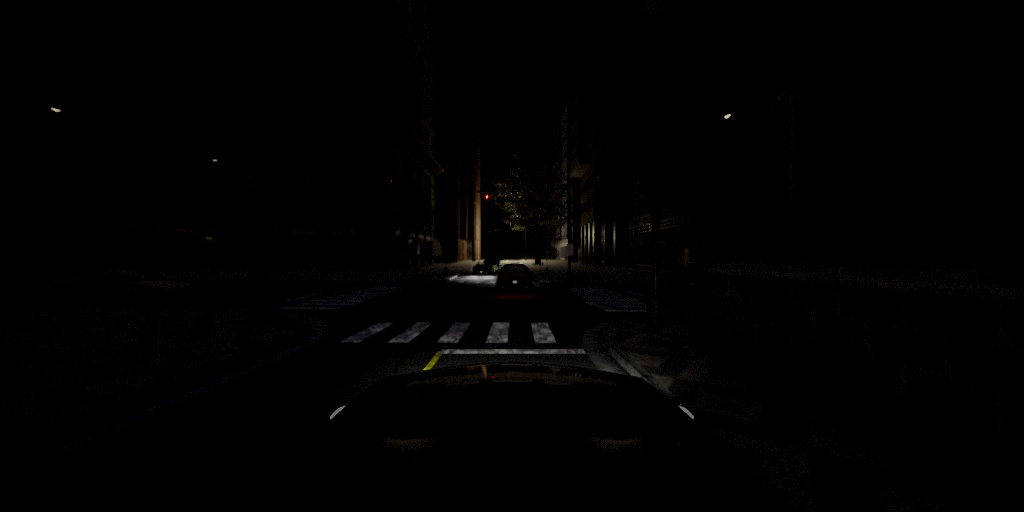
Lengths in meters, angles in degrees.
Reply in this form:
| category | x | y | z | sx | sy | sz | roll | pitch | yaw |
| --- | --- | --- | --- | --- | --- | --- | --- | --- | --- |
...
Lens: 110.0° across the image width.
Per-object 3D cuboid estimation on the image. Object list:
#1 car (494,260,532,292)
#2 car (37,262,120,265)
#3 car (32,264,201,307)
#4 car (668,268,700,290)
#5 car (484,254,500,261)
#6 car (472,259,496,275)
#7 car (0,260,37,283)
| category | x | y | z | sx | sy | sz | roll | pitch | yaw |
| --- | --- | --- | --- | --- | --- | --- | --- | --- | --- |
| car | 0.158 | 1.194 | 20.991 | 1.882 | 1.535 | 5.008 | 0 | 0 | 0 |
| car | -26.245 | 1.043 | 22.494 | 4.313 | 1.339 | 1.948 | 0 | 0 | 1 |
| car | -14.902 | 1.134 | 13.866 | 4.829 | 1.417 | 1.751 | 0 | 0 | 1 |
| car | 11.988 | 1.358 | 22.149 | 4.403 | 1.370 | 2.007 | 0 | 0 | 1 |
| car | -2.921 | 0.705 | 53.684 | 2.150 | 2.045 | 5.566 | 0 | 0 | 0 |
| car | -2.988 | 1.221 | 37.015 | 1.895 | 1.301 | 4.718 | 0 | 0 | 0 |
| car | -31.863 | 0.952 | 22.545 | 4.507 | 1.381 | 1.888 | 0 | 0 | 1 |
